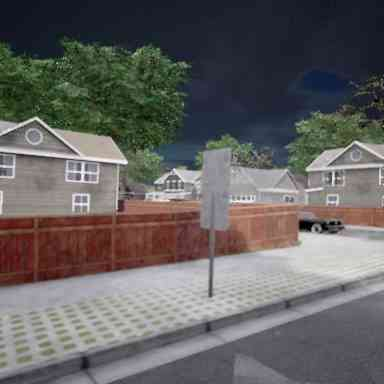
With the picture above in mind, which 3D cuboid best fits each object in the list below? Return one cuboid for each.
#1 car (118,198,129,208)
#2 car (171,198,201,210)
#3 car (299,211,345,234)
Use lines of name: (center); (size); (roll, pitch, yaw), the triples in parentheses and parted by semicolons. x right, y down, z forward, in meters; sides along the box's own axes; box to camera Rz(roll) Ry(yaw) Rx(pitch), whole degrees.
car: (-9.643, 1.789, 43.490); (2.150, 2.045, 5.566); (3, -2, -37)
car: (-0.168, 1.638, 30.822); (2.150, 2.045, 5.566); (3, -3, -36)
car: (6.954, 1.865, 20.748); (1.895, 1.301, 4.718); (3, -2, -35)
